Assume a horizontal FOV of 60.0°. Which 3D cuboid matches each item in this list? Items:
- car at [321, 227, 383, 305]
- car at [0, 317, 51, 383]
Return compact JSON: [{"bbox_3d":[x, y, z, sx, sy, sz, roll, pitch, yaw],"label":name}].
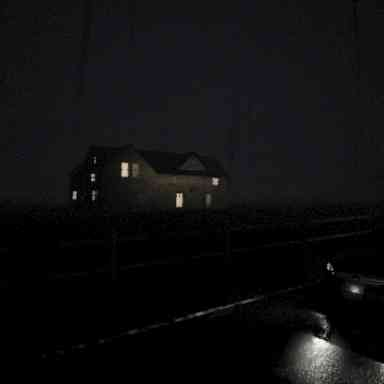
[{"bbox_3d":[4.866,1.513,7.510,4.674,1.442,1.812,0,0,-37],"label":"car"},{"bbox_3d":[-3.472,1.564,1.483,5.357,1.411,2.033,0,0,-36],"label":"car"}]
